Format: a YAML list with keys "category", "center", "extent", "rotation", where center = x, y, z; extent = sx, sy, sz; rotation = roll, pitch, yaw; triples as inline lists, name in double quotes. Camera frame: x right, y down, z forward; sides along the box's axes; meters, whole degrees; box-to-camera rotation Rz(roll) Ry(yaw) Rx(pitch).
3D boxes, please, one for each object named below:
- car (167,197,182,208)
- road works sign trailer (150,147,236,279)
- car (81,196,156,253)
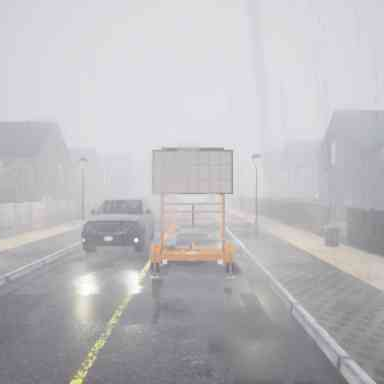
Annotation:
- category: "car"
  center: [-2.638, 1.493, 51.024]
  extent: [2.097, 1.767, 4.553]
  rotation: [0, 0, 0]
- category: "road works sign trailer"
  center: [0.027, 0.466, 10.071]
  extent: [2.380, 3.560, 2.880]
  rotation: [0, 0, 1]
- category: "car"
  center: [-2.822, 1.226, 14.014]
  extent: [2.150, 2.045, 5.566]
  rotation: [0, 0, 0]
